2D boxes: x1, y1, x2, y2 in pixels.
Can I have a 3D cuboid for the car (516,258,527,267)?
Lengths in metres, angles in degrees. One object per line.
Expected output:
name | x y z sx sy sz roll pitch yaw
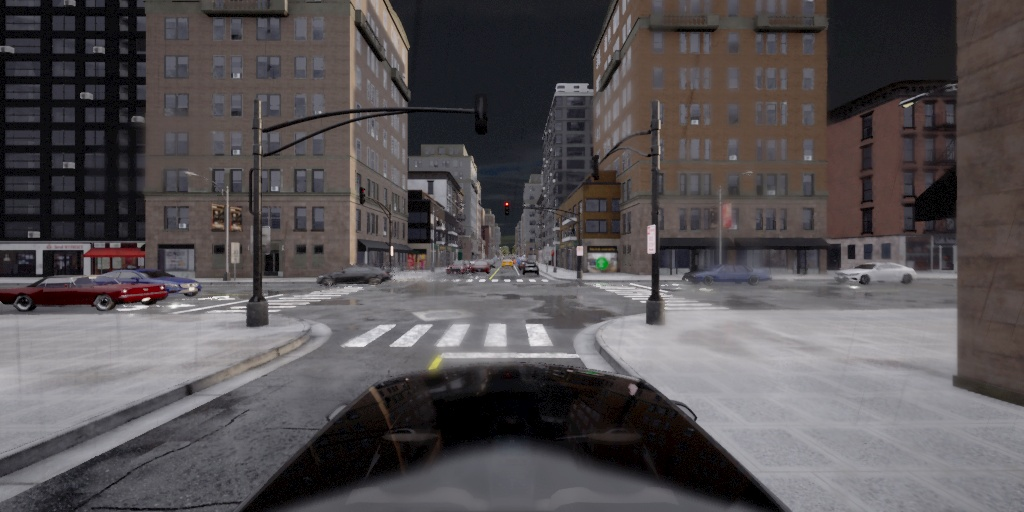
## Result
car | 1.928 1.391 50.782 1.802 1.307 4.207 0 0 0

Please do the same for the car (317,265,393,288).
car | -10.513 1.320 24.188 4.674 1.442 1.812 0 1 -12

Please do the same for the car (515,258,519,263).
car | 1.887 1.386 56.293 1.948 1.339 4.313 0 0 0

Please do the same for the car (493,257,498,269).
car | -3.597 1.324 57.347 1.837 1.490 4.892 0 1 0

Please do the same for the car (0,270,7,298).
car | -28.335 1.400 17.151 5.357 1.411 2.033 0 0 -1

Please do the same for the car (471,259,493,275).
car | -3.484 1.268 40.464 1.882 1.535 5.008 0 0 0

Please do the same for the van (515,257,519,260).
van | 1.846 1.173 61.803 1.690 1.789 3.998 0 0 0

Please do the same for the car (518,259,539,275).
car | 2.010 1.355 39.760 1.948 1.339 4.313 0 0 0

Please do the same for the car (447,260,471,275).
car | -6.015 1.230 39.701 1.967 1.591 4.097 0 0 0

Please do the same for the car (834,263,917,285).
car | 24.810 1.177 24.517 4.674 1.442 1.812 0 0 -1

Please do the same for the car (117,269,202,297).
car | -17.743 1.337 17.279 4.674 1.442 1.812 0 0 1

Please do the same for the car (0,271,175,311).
car | -16.570 1.401 14.051 4.718 1.301 1.895 0 0 -1

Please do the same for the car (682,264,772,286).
car | 14.559 1.242 24.395 5.357 1.411 2.033 0 0 -1
